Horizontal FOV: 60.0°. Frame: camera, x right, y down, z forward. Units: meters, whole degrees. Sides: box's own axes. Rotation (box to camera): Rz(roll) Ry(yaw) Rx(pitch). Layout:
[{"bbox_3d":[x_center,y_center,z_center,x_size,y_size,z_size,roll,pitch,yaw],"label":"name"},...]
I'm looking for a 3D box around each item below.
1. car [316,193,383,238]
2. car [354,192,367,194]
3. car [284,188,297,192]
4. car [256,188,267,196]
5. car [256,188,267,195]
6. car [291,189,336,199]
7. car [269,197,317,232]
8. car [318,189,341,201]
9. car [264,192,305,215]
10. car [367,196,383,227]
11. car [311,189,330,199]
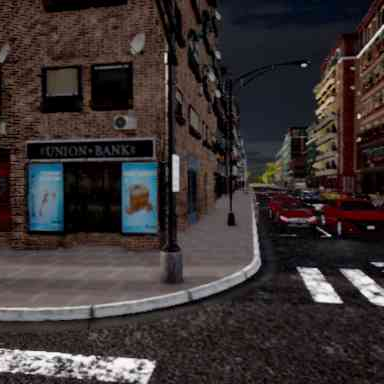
[{"bbox_3d":[7.224,1.019,15.070,1.882,1.535,5.008,0,1,10],"label":"car"},{"bbox_3d":[15.604,0.688,31.496,1.947,1.339,4.313,0,1,10],"label":"car"},{"bbox_3d":[10.861,0.393,35.703,2.097,1.767,4.553,0,1,10],"label":"car"},{"bbox_3d":[12.739,0.017,60.509,1.802,1.307,4.206,0,1,10],"label":"car"},{"bbox_3d":[13.709,-0.137,66.023,1.947,1.339,4.313,0,1,10],"label":"car"},{"bbox_3d":[8.979,0.791,25.043,2.128,1.511,4.902,0,1,10],"label":"car"},{"bbox_3d":[4.995,1.098,16.471,1.802,1.307,4.206,0,1,10],"label":"car"},{"bbox_3d":[17.574,0.373,42.690,1.752,1.417,4.829,0,1,10],"label":"car"},{"bbox_3d":[5.962,0.927,21.972,1.887,1.381,4.507,0,1,10],"label":"car"},{"bbox_3d":[10.486,1.021,16.552,1.812,1.442,4.674,0,1,10],"label":"car"},{"bbox_3d":[18.514,0.298,48.038,1.802,1.307,4.206,0,1,10],"label":"car"}]
